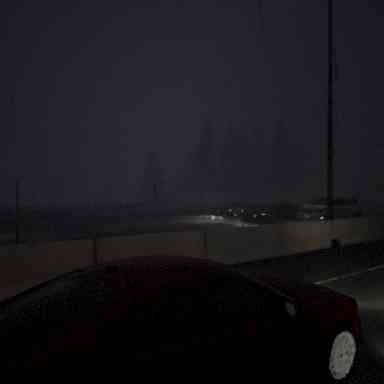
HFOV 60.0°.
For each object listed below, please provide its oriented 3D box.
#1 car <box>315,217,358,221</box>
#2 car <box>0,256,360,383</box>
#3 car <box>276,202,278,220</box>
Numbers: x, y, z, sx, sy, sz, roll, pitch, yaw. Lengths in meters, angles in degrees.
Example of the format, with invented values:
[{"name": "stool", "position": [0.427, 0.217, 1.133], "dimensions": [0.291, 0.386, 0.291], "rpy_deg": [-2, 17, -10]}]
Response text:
[{"name": "car", "position": [10.024, 1.287, 23.910], "dimensions": [5.566, 2.045, 2.150], "rpy_deg": [1, 0, -35]}, {"name": "car", "position": [-0.100, 1.478, 3.675], "dimensions": [5.008, 1.535, 1.882], "rpy_deg": [0, 0, -35]}, {"name": "car", "position": [6.606, 1.562, 25.793], "dimensions": [4.892, 1.490, 1.837], "rpy_deg": [1, -1, -35]}]
